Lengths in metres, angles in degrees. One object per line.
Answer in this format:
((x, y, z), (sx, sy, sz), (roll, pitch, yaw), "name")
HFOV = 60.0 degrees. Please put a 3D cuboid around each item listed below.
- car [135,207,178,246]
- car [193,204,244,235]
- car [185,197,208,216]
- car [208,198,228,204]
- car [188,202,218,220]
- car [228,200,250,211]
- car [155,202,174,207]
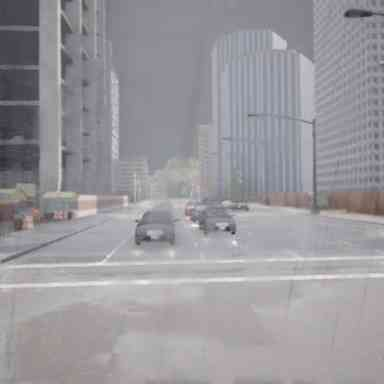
((-1.764, 1.734, 16.912), (2.128, 1.511, 4.902), (-1, -1, -4), "car")
((1.502, 1.741, 20.628), (2.128, 1.511, 4.902), (-1, -1, -4), "car")
((0.302, 1.854, 39.393), (2.097, 1.767, 4.553), (-1, -1, -4), "car")
((3.412, 2.069, 48.362), (2.128, 1.511, 4.902), (-1, -1, -4), "car")
((0.915, 1.898, 29.784), (1.812, 1.442, 4.674), (-1, -1, -4), "car")
((6.946, 2.130, 47.950), (1.895, 1.301, 4.718), (-1, -1, -4), "car")
((-2.378, 1.847, 26.386), (1.882, 1.535, 5.008), (-1, -1, -4), "car")
